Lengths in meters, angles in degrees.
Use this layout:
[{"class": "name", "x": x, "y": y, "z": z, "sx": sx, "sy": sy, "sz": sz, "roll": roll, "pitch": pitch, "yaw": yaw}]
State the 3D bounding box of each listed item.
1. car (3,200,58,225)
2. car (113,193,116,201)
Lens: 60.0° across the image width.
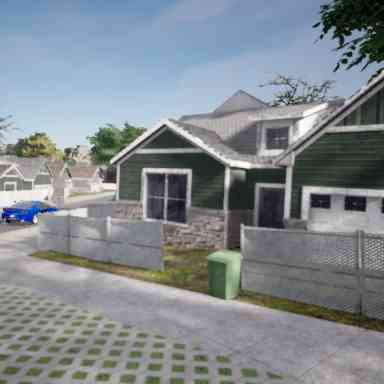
[{"class": "car", "x": -11.134, "y": 1.334, "z": 23.549, "sx": 1.882, "sy": 1.535, "sz": 5.008, "roll": 3, "pitch": 1, "yaw": 5}, {"class": "car", "x": -11.442, "y": 0.524, "z": 54.631, "sx": 2.097, "sy": 1.767, "sz": 4.553, "roll": 3, "pitch": 1, "yaw": -2}]
